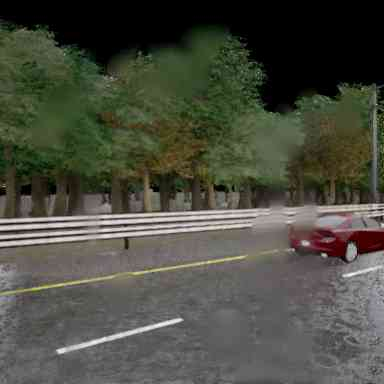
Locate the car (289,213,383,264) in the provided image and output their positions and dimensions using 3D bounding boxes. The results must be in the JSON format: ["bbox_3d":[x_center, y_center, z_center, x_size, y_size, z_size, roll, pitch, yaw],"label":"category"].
[{"bbox_3d":[5.649,1.496,12.053,5.008,1.535,1.882,0,0,-35],"label":"car"}]
